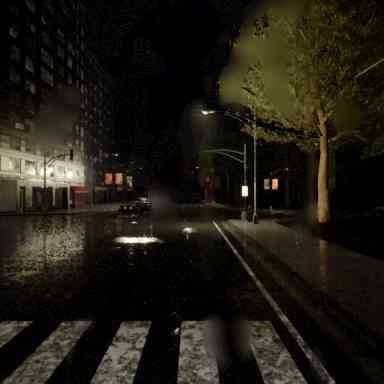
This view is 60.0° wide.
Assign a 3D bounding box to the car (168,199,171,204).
[{"bbox_3d":[-6.314,2.040,74.300,1.882,1.535,5.008,0,-1,0],"label":"car"}]

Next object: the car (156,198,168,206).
[{"bbox_3d":[-6.378,1.976,64.351,2.033,1.411,5.357,0,-1,1],"label":"car"}]

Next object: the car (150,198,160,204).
[{"bbox_3d":[-9.536,2.268,85.456,2.033,1.411,5.357,0,-1,0],"label":"car"}]

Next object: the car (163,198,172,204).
[{"bbox_3d":[-6.288,2.311,84.625,1.895,1.301,4.718,0,-1,0],"label":"car"}]

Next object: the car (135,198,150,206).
[{"bbox_3d":[-9.627,1.923,64.617,2.128,1.511,4.902,0,-1,1],"label":"car"}]

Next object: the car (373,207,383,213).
[{"bbox_3d":[42.449,4.000,74.974,5.357,1.411,2.033,4,-3,-45],"label":"car"}]

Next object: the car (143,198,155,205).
[{"bbox_3d":[-9.563,2.111,74.913,2.033,1.411,5.357,0,-1,0],"label":"car"}]

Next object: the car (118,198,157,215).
[{"bbox_3d":[-6.118,1.705,36.593,2.033,1.411,5.357,0,0,17],"label":"car"}]
